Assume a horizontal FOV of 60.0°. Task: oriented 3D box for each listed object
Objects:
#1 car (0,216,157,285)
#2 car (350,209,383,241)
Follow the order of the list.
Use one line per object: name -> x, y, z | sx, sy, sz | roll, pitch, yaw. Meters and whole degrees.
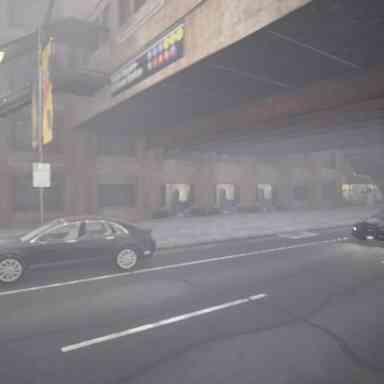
car -> -3.432, 1.460, 9.411 | 4.892, 1.521, 2.231 | -1, 0, -26
car -> 9.283, 1.414, 14.795 | 5.357, 1.411, 2.033 | -1, 0, -35
